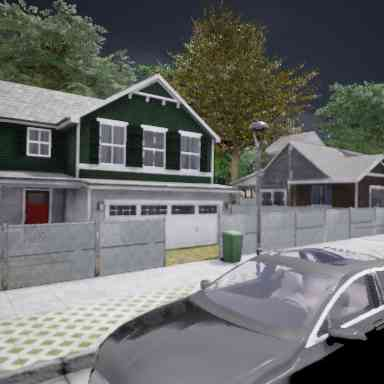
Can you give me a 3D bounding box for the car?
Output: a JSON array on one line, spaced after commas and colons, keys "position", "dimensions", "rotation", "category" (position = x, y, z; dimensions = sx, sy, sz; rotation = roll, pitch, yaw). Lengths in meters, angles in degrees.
[{"position": [1.302, 1.501, 3.886], "dimensions": [4.902, 1.511, 2.128], "rotation": [0, 0, -36], "category": "car"}]
